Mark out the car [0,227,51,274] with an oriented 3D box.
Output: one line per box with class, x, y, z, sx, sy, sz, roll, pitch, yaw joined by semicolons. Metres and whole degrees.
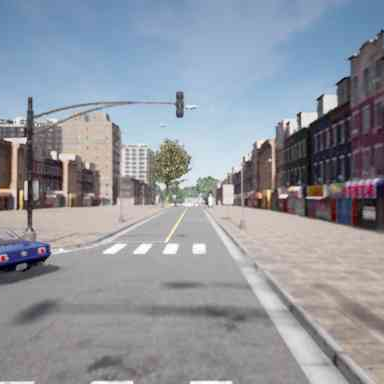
car;-6.503;1.643;9.461;4.718;1.301;1.895;0;-1;21
